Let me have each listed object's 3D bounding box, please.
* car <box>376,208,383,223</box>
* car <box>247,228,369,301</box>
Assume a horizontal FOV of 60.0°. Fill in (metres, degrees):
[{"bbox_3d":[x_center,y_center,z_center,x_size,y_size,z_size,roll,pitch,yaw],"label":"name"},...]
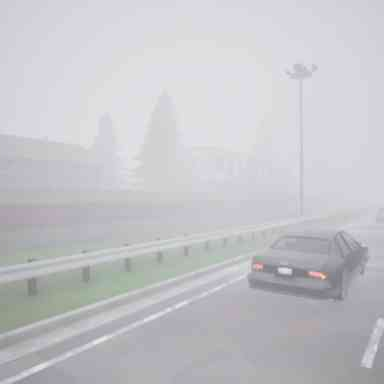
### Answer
[{"bbox_3d":[16.792,1.939,27.999,1.895,1.301,4.718,0,-1,35],"label":"car"},{"bbox_3d":[3.295,1.654,8.717,2.033,1.411,5.357,0,-1,35],"label":"car"}]
